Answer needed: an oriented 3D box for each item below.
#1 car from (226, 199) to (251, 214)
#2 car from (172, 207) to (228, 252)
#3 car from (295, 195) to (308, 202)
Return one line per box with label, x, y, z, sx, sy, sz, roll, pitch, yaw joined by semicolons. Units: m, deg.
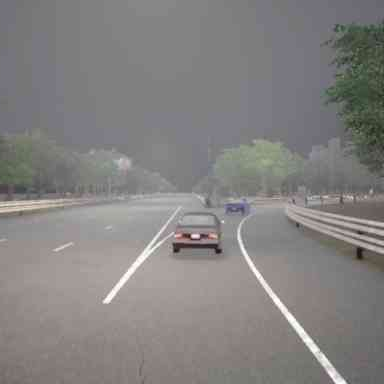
car;4.950;1.475;34.960;1.882;1.535;5.008;0;0;19
car;0.347;1.540;13.774;2.033;1.411;5.357;0;0;5
car;20.843;1.277;62.352;2.097;1.767;4.553;0;0;41
